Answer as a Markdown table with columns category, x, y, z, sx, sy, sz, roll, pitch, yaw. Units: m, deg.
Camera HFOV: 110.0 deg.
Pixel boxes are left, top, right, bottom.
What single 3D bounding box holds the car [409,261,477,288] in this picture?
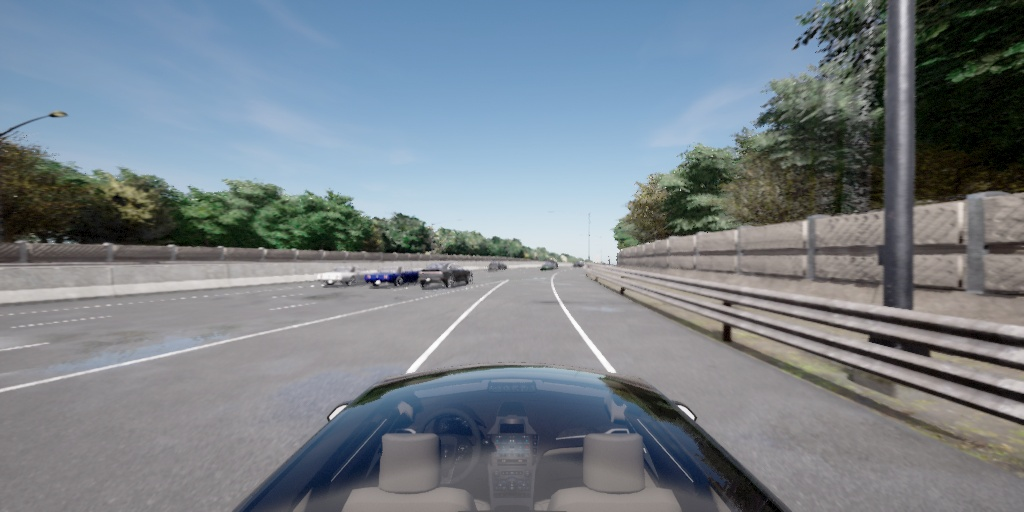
| category | x | y | z | sx | sy | sz | roll | pitch | yaw |
| --- | --- | --- | --- | --- | --- | --- | --- | --- | --- |
| car | -4.086 | 1.162 | 22.663 | 2.128 | 1.511 | 4.902 | -1 | -1 | 16 |

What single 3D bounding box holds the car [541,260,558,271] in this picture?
| category | x | y | z | sx | sy | sz | roll | pitch | yaw |
| --- | --- | --- | --- | --- | --- | --- | --- | --- | --- |
| car | 5.954 | 1.702 | 57.408 | 1.994 | 1.385 | 4.181 | 0 | -1 | 16 |

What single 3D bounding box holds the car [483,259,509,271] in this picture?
| category | x | y | z | sx | sy | sz | roll | pitch | yaw |
| --- | --- | --- | --- | --- | --- | --- | --- | --- | --- |
| car | -2.145 | 1.536 | 54.599 | 2.128 | 1.511 | 4.902 | 0 | -1 | 16 |

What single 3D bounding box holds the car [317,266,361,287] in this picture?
| category | x | y | z | sx | sy | sz | roll | pitch | yaw |
| --- | --- | --- | --- | --- | --- | --- | --- | --- | --- |
| car | -10.794 | 1.337 | 24.623 | 1.895 | 1.301 | 4.718 | 0 | 0 | 16 |

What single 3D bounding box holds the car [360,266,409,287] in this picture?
| category | x | y | z | sx | sy | sz | roll | pitch | yaw |
| --- | --- | --- | --- | --- | --- | --- | --- | --- | --- |
| car | -7.439 | 1.311 | 23.654 | 1.895 | 1.301 | 4.718 | -1 | -1 | 16 |
